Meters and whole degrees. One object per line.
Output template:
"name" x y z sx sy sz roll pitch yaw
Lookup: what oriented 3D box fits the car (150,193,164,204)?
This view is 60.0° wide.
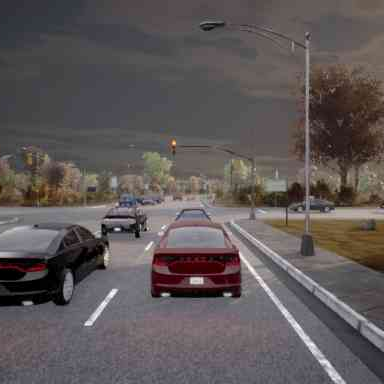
"car" -7.192 1.221 64.515 2.150 2.045 5.566 0 0 1

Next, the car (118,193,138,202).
"car" -10.681 1.221 55.821 2.150 2.045 5.566 0 0 2

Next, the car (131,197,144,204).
"car" -10.681 1.601 65.588 1.895 1.301 4.718 0 0 0

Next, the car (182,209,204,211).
"car" 0.062 1.564 17.569 1.994 1.385 4.181 0 0 0

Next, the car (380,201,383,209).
"car" 23.780 1.207 36.426 5.566 2.045 2.150 -1 0 2

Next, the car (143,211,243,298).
"car" 0.082 1.478 8.580 1.882 1.535 5.008 0 0 0

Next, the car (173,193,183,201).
"car" -3.697 1.217 85.409 2.150 2.045 5.566 0 0 0

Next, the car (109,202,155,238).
"car" -3.432 1.491 17.592 2.128 1.511 4.902 0 0 -1

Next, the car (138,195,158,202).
"car" -7.219 1.564 55.402 1.994 1.385 4.181 0 0 -1

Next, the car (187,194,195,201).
"car" -0.198 1.348 85.774 2.097 1.767 4.553 0 0 0

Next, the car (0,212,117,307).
"car" -3.416 1.478 8.106 1.882 1.535 5.008 0 0 0

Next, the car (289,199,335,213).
"car" 13.295 1.505 36.965 4.892 1.490 1.837 0 0 3

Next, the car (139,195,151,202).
"car" -10.679 1.500 75.869 1.837 1.490 4.892 0 0 0
